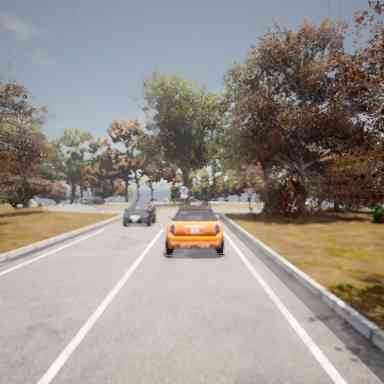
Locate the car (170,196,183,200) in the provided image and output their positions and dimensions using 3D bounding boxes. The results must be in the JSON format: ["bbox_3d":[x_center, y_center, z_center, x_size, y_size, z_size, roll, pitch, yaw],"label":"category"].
[{"bbox_3d":[-2.010,1.566,67.499,5.357,1.411,2.033,0,0,-1],"label":"car"}]

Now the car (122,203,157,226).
[{"bbox_3d":[-3.554,1.501,23.201,2.128,1.511,4.902,0,0,0],"label":"car"}]

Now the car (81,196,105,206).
[{"bbox_3d":[-16.711,1.509,56.169,2.128,1.511,4.902,0,0,20],"label":"car"}]

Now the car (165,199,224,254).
[{"bbox_3d":[0.102,1.356,13.655,2.097,1.767,4.553,0,0,0],"label":"car"}]
